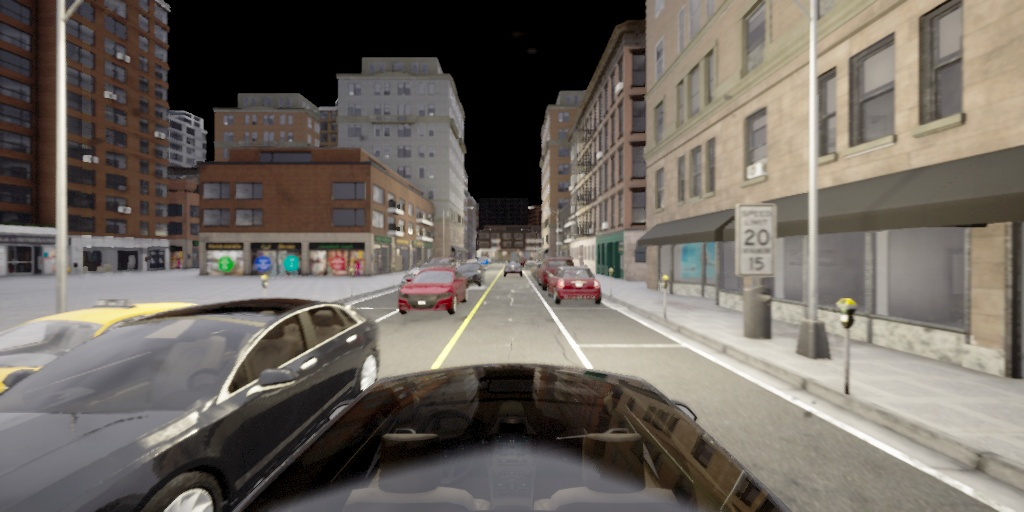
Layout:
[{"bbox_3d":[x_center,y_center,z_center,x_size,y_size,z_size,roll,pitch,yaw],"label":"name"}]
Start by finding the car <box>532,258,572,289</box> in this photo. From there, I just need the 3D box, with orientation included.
[{"bbox_3d":[2.650,1.026,21.748,2.192,1.841,5.009,0,0,0],"label":"car"}]

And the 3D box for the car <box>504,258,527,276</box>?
[{"bbox_3d":[0.117,1.233,35.276,2.033,1.411,5.357,0,0,0],"label":"car"}]

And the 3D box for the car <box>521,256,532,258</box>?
[{"bbox_3d":[2.673,0.952,61.380,2.192,1.841,5.009,0,0,0],"label":"car"}]

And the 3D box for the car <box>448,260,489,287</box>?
[{"bbox_3d":[-2.822,1.212,24.230,1.837,1.490,4.892,0,0,0],"label":"car"}]

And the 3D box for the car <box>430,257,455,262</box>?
[{"bbox_3d":[-5.372,1.015,27.415,2.192,1.841,5.009,0,0,0],"label":"car"}]

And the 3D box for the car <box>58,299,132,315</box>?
[{"bbox_3d":[-5.385,1.269,4.597,1.751,1.417,4.829,0,0,0],"label":"car"}]

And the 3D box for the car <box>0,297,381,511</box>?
[{"bbox_3d":[-2.826,1.252,3.496,1.837,1.490,4.892,0,0,-1],"label":"car"}]

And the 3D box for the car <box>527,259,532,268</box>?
[{"bbox_3d":[2.657,1.215,33.241,1.751,1.417,4.829,0,0,0],"label":"car"}]

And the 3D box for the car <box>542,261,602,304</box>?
[{"bbox_3d":[2.647,1.162,16.086,1.967,1.591,4.097,0,0,0],"label":"car"}]

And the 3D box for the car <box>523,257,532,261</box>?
[{"bbox_3d":[2.666,1.208,50.057,2.007,1.370,4.403,0,0,0],"label":"car"}]

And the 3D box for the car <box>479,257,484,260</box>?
[{"bbox_3d":[-5.359,1.183,49.892,1.751,1.417,4.829,0,0,0],"label":"car"}]

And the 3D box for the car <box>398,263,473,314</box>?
[{"bbox_3d":[-2.843,1.204,13.813,1.882,1.535,5.008,0,0,0],"label":"car"}]

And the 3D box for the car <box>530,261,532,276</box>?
[{"bbox_3d":[2.653,1.267,27.410,1.948,1.339,4.313,0,0,0],"label":"car"}]
